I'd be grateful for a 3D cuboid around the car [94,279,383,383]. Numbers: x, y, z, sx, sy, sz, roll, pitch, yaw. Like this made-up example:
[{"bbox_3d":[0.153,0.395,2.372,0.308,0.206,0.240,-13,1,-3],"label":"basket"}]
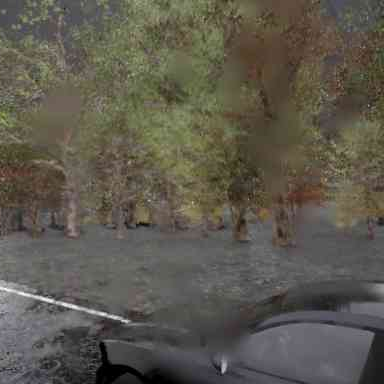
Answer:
[{"bbox_3d":[1.297,1.501,2.683,5.008,1.535,1.882,-3,-3,36],"label":"car"}]
